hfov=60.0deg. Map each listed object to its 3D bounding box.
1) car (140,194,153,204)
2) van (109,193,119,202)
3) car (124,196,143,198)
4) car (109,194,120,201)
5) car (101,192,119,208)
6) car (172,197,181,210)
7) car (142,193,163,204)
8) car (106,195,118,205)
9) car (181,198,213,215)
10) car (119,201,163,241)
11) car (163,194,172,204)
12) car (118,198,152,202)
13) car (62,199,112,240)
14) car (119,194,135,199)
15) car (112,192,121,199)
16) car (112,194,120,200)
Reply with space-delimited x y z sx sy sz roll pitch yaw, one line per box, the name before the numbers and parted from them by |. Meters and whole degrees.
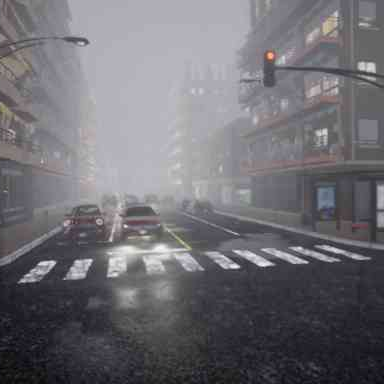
car | -7.904 1.119 57.402 1.882 1.535 5.008 -1 1 -12
van | -15.599 1.043 66.445 1.690 1.788 3.998 -1 1 -12
car | -6.376 1.408 34.927 1.895 1.301 4.718 -1 1 -11
car | -16.740 1.225 71.968 2.008 1.369 4.403 -1 1 -12
car | -11.017 1.125 44.360 2.192 1.841 5.009 -1 1 -12
car | -0.514 1.244 35.016 1.887 1.381 4.507 -1 1 -12
car | -5.904 1.039 47.831 2.097 1.767 4.553 -1 1 -12
car | -13.269 1.282 55.238 1.752 1.417 4.829 -1 1 -12
car | 0.631 1.277 29.496 2.008 1.369 4.403 -1 1 -12
car | -2.551 1.423 16.352 1.812 1.442 4.674 -1 1 -12
car | -3.954 1.060 51.579 1.967 1.590 4.097 -1 1 -12
car | -4.368 1.418 25.170 1.994 1.385 4.181 -1 1 -11
car | -5.284 1.384 16.757 1.967 1.590 4.097 -1 1 -12
car | -8.404 1.110 44.908 2.097 1.767 4.553 -1 1 -11
car | -20.184 0.907 88.528 2.192 1.841 5.009 -1 1 -12
car | -18.998 1.146 82.843 1.752 1.417 4.829 -1 1 -12
